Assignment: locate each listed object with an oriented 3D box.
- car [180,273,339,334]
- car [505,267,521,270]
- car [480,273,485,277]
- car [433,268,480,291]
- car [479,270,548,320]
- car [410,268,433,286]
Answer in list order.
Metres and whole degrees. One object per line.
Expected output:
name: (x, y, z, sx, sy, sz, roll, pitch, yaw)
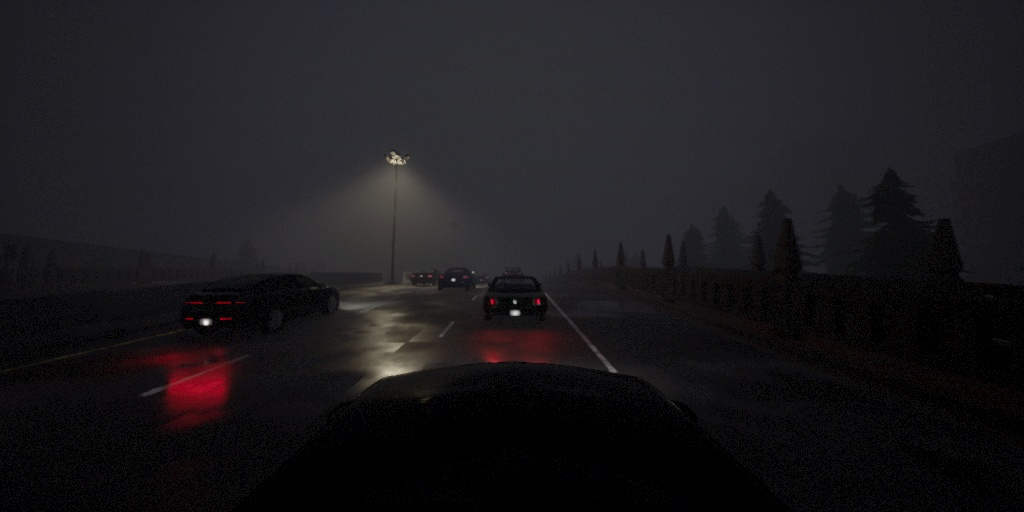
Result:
car: (-6.905, 1.225, 10.507, 1.837, 1.490, 4.892, 0, 0, 0)
car: (0.085, 1.778, 31.579, 2.128, 1.511, 4.902, 0, -4, 0)
car: (-3.421, 2.711, 42.097, 1.812, 1.442, 4.674, 0, -6, 0)
car: (-3.411, 1.419, 22.867, 1.994, 1.385, 4.181, 0, -2, 0)
car: (0.095, 1.315, 12.356, 1.895, 1.301, 4.718, 0, 0, 0)
car: (-6.915, 1.724, 29.820, 2.033, 1.411, 5.357, 0, -3, 0)
